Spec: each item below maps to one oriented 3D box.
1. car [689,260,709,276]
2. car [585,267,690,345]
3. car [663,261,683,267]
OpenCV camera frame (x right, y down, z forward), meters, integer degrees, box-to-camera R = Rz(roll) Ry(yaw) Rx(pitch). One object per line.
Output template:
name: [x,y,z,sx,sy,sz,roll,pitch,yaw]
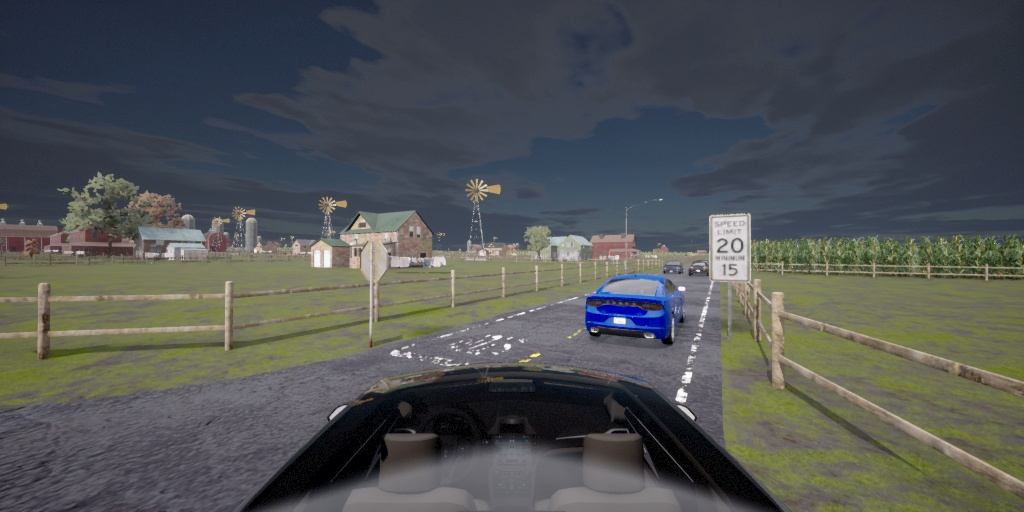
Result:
car: [19.245,1.275,36.803,1.812,1.442,4.674,0,0,31]
car: [3.532,1.229,9.776,1.882,1.535,5.008,0,0,30]
car: [18.794,1.300,41.615,2.033,1.411,5.357,0,0,30]
